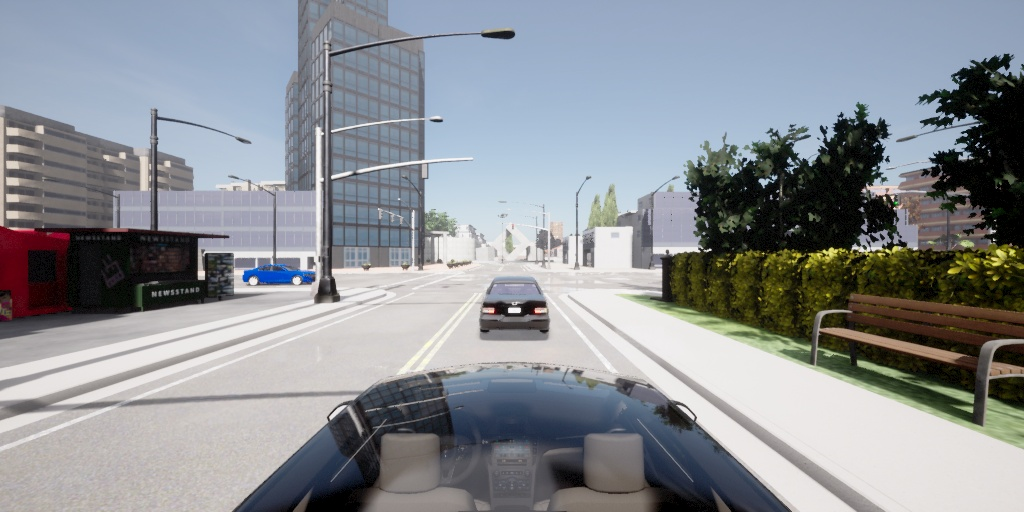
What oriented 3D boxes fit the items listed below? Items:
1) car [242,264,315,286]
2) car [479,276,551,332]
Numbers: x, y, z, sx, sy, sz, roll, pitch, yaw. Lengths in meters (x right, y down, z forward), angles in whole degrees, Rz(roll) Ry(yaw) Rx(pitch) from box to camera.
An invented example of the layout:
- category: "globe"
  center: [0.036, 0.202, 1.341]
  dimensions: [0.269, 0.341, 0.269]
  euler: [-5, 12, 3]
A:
- category: "car"
  center: [-16.775, 1.336, 26.166]
  dimensions: [5.008, 1.535, 1.882]
  euler: [-1, 0, 0]
- category: "car"
  center: [0.070, 1.297, 10.756]
  dimensions: [2.033, 1.411, 5.357]
  euler: [0, 0, 0]
